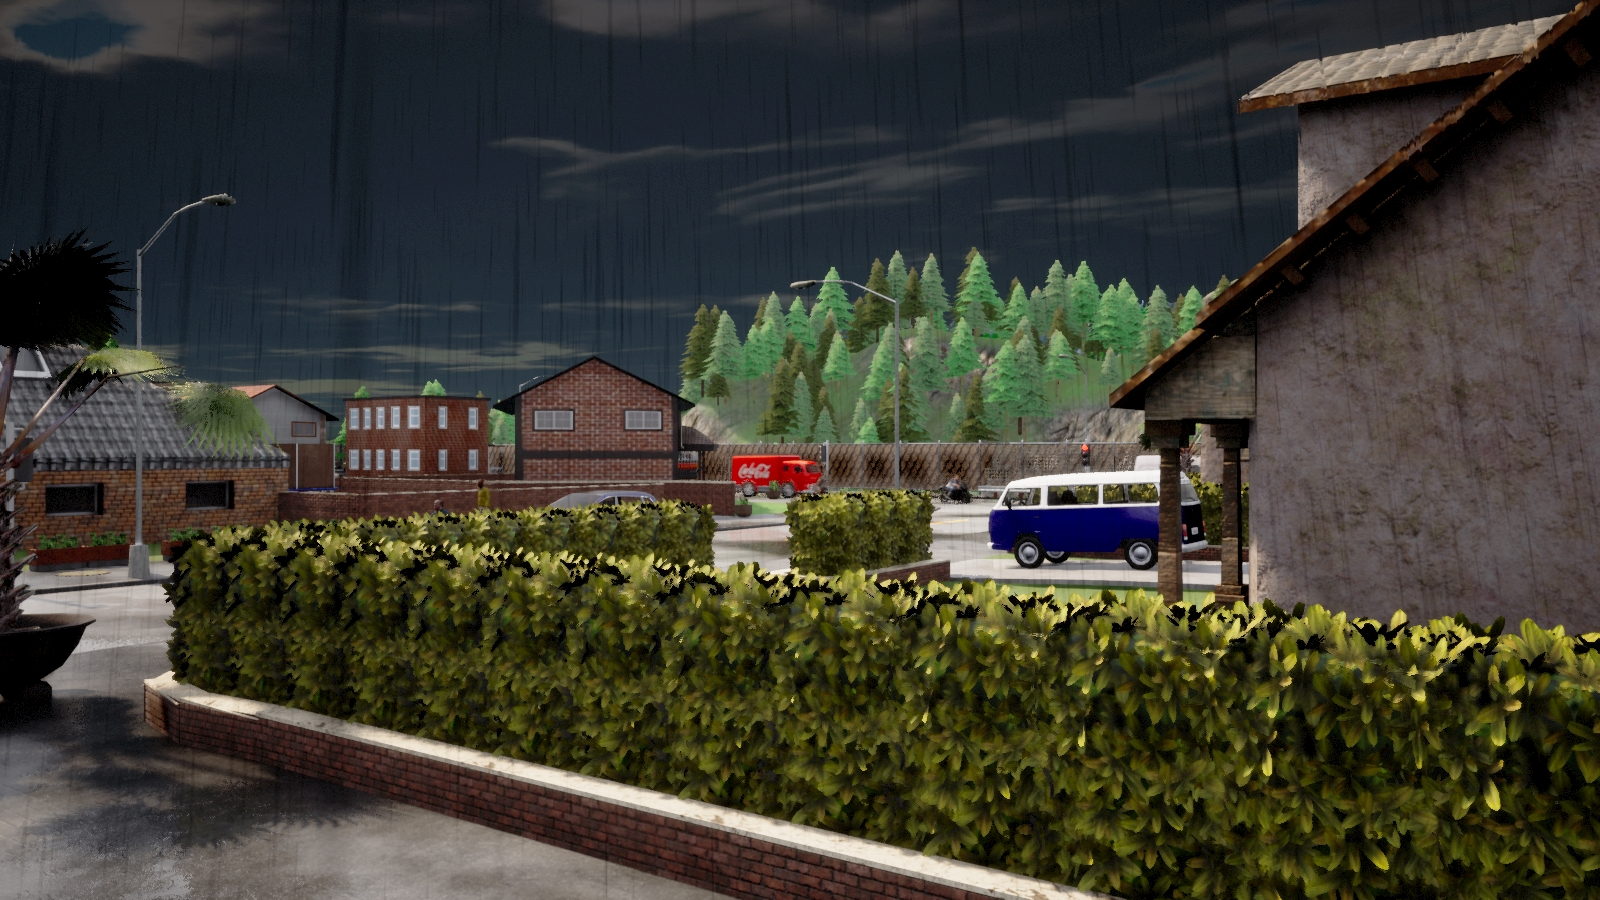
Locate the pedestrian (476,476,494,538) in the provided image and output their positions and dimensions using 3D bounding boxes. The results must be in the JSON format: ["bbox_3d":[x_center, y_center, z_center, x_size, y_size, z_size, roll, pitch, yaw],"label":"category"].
[{"bbox_3d":[-9.625,1.732,34.875,0.375,1.860,0.375,0,0,34],"label":"pedestrian"}]

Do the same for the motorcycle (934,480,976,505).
[{"bbox_3d":[7.943,2.175,58.572,0.803,1.199,2.033,-3,2,-44],"label":"motorcycle"}]

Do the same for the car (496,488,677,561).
[{"bbox_3d":[-5.756,1.958,31.296,2.242,1.667,4.611,0,0,35],"label":"car"}]

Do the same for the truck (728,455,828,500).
[{"bbox_3d":[-1.258,1.550,65.762,5.204,2.467,2.627,0,0,35],"label":"truck"}]

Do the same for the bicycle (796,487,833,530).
[{"bbox_3d":[0.539,2.051,40.359,0.329,1.471,1.835,0,0,35],"label":"bicycle"}]
